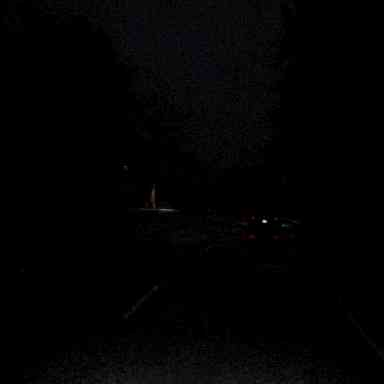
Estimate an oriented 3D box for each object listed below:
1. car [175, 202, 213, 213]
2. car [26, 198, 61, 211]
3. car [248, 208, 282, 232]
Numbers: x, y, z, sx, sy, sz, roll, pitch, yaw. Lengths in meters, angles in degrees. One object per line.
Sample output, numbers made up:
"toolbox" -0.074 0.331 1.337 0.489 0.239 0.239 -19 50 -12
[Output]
"car" 0.150 1.785 39.559 4.718 1.301 1.895 0 -1 40
"car" -16.621 1.465 38.911 5.008 1.535 1.882 1 -1 -18
"car" 4.624 1.658 20.897 1.994 1.385 4.181 0 0 14
